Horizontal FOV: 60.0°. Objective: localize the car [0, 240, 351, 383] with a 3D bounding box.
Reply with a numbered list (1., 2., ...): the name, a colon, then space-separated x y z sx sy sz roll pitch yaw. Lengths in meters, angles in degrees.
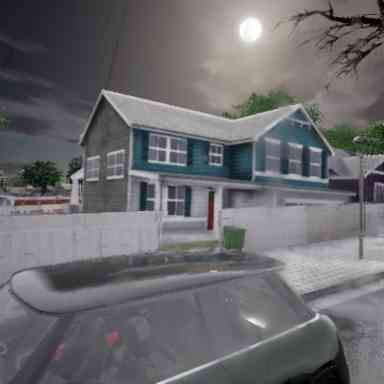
1. car: -0.856 1.357 2.461 4.553 1.767 2.097 0 0 -36
